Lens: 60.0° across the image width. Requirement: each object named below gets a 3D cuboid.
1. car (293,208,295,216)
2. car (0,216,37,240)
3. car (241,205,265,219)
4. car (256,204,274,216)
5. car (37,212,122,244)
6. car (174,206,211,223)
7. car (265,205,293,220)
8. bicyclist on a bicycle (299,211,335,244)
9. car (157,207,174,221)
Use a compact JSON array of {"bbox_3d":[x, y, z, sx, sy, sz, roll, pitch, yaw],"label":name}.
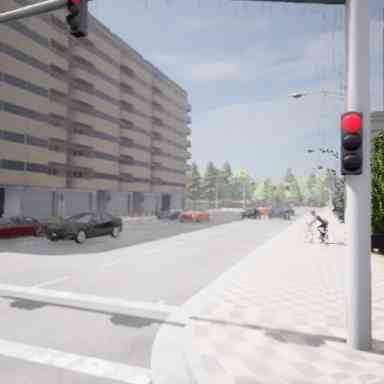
[{"bbox_3d":[14.930,2.934,51.584,1.837,1.490,4.892,0,-2,22],"label":"car"},{"bbox_3d":[-9.856,1.954,17.862,1.895,1.301,4.718,0,-2,21],"label":"car"},{"bbox_3d":[7.681,2.634,42.750,2.128,1.511,4.902,0,-2,22],"label":"car"},{"bbox_3d":[11.581,2.784,52.643,2.097,1.767,4.553,0,-2,22],"label":"car"},{"bbox_3d":[-5.834,1.882,18.574,1.882,1.535,5.008,0,-2,21],"label":"car"},{"bbox_3d":[0.312,2.210,34.103,2.097,1.767,4.553,0,-2,22],"label":"car"},{"bbox_3d":[11.012,2.492,41.648,2.097,1.767,4.553,0,-2,24],"label":"car"},{"bbox_3d":[6.141,1.743,16.367,1.656,1.620,0.582,0,-2,21],"label":"bicyclist on a bicycle"},{"bbox_3d":[-2.233,2.443,37.162,1.812,1.442,4.674,0,-2,22],"label":"car"}]
